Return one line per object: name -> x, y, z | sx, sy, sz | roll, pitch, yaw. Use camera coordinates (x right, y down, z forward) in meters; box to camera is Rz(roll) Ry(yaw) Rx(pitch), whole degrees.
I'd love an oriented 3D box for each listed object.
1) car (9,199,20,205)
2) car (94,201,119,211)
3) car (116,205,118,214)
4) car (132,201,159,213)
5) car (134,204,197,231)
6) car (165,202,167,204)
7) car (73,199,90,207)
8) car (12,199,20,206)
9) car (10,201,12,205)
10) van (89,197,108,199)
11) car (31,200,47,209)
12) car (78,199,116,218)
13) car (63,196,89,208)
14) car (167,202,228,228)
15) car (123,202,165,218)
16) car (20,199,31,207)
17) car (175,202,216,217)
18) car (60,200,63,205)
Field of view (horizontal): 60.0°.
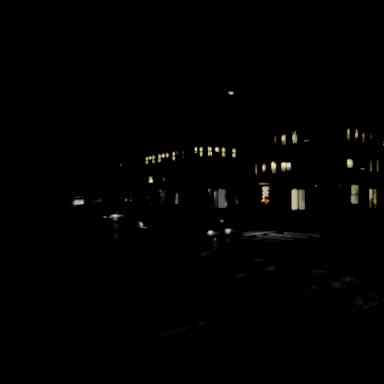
car -> -44.808, 2.494, 83.884 | 1.887, 1.381, 4.507 | -2, 0, -35
car -> -12.357, 2.020, 47.826 | 1.895, 1.301, 4.718 | -1, 0, -35
car -> -10.582, 1.905, 39.745 | 1.812, 1.442, 4.674 | -1, 0, -35
car -> -6.112, 1.898, 43.431 | 1.802, 1.307, 4.206 | -2, 0, -35
car -> -1.899, 1.778, 22.660 | 1.947, 1.339, 4.313 | -2, 0, -35
car -> -2.929, 1.841, 38.904 | 1.802, 1.307, 4.206 | -2, 0, -35
car -> -22.034, 2.135, 66.069 | 1.887, 1.381, 4.507 | -2, 0, -35
car -> -38.443, 2.286, 74.829 | 1.967, 1.590, 4.097 | -2, 0, -35
car -> -41.624, 2.449, 79.358 | 2.008, 1.369, 4.403 | -2, 0, -35
van -> -15.671, 1.824, 57.013 | 1.690, 1.788, 3.998 | -2, 0, -35
car -> -25.606, 2.159, 56.580 | 1.752, 1.417, 4.829 | -2, 0, -35
car -> -9.786, 1.797, 34.080 | 1.967, 1.590, 4.097 | -2, 0, -35
car -> -21.104, 1.792, 60.250 | 2.150, 2.045, 5.566 | -1, 0, -35
car -> 0.555, 1.668, 23.897 | 2.128, 1.511, 4.902 | -1, 0, -35
car -> -4.906, 1.754, 31.662 | 1.882, 1.535, 5.008 | -1, 0, -35
car -> -32.072, 2.292, 65.775 | 2.008, 1.369, 4.403 | -2, 0, -35
car -> 0.255, 1.752, 34.376 | 2.008, 1.369, 4.403 | -2, 0, -35
car -> -28.402, 2.261, 75.125 | 1.947, 1.339, 4.313 | -2, 0, -35
